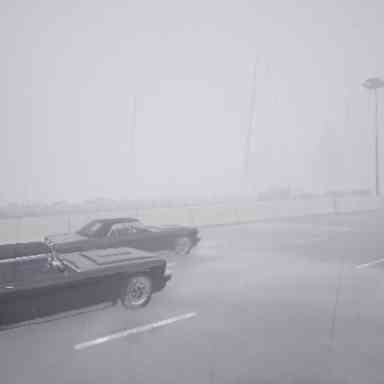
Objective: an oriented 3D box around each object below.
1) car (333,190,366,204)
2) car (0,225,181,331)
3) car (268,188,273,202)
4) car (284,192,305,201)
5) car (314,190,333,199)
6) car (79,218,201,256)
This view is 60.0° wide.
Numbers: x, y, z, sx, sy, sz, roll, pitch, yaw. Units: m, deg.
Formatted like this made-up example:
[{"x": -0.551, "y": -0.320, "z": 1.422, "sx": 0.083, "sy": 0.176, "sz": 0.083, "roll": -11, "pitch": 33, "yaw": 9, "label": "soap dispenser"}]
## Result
[{"x": 18.506, "y": 0.565, "z": 37.439, "sx": 4.553, "sy": 1.767, "sz": 2.097, "roll": -1, "pitch": 0, "yaw": -34, "label": "car"}, {"x": -2.771, "y": 1.581, "z": 5.982, "sx": 4.718, "sy": 1.301, "sz": 1.895, "roll": -2, "pitch": 1, "yaw": -34, "label": "car"}, {"x": 11.190, "y": 0.478, "z": 45.176, "sx": 5.566, "sy": 2.045, "sz": 2.150, "roll": -1, "pitch": 0, "yaw": -34, "label": "car"}, {"x": 14.137, "y": 0.723, "z": 42.937, "sx": 4.902, "sy": 1.511, "sz": 2.128, "roll": -1, "pitch": 0, "yaw": -34, "label": "car"}, {"x": 17.225, "y": 0.558, "z": 40.794, "sx": 4.553, "sy": 1.767, "sz": 2.097, "roll": -1, "pitch": 1, "yaw": -34, "label": "car"}, {"x": -2.069, "y": 1.487, "z": 10.678, "sx": 4.718, "sy": 1.301, "sz": 1.895, "roll": -2, "pitch": 1, "yaw": -34, "label": "car"}]
